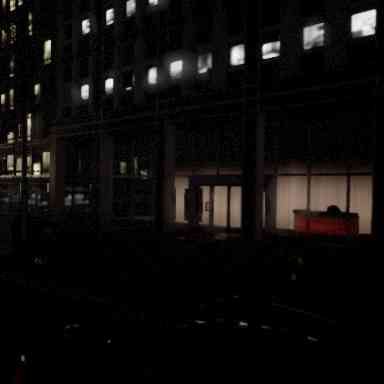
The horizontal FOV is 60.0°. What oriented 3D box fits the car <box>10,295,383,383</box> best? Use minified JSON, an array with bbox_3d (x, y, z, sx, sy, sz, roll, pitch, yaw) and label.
[{"bbox_3d":[0.211,1.580,2.709,4.206,1.307,1.802,0,1,35],"label":"car"}]
